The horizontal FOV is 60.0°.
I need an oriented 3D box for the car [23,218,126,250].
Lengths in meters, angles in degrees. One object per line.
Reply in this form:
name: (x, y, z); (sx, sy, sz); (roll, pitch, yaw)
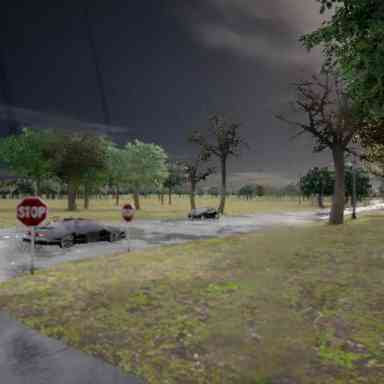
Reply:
car: (-6.021, 2.119, 17.734); (2.033, 1.411, 5.357); (1, -1, 36)

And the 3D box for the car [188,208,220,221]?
car: (1.460, 2.620, 40.071); (1.882, 1.535, 5.008); (1, -1, 36)

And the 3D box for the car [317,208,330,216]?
car: (24.582, 3.708, 62.138); (1.895, 1.301, 4.718); (1, -1, 29)
